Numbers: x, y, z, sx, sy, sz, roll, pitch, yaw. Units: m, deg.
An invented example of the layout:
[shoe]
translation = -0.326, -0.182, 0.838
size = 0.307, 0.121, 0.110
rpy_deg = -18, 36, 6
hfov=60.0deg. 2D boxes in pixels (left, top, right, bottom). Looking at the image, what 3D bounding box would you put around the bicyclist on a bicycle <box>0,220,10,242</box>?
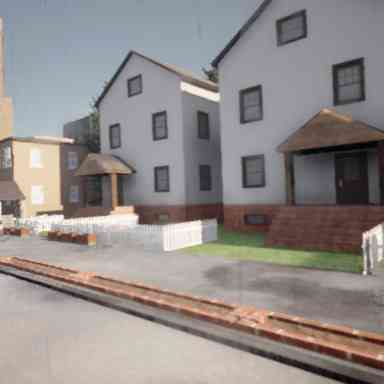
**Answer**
[bicyclist on a bicycle]
translation = -10.250, 1.855, 17.055
size = 0.582, 1.620, 1.656
rpy_deg = -2, 0, 40
